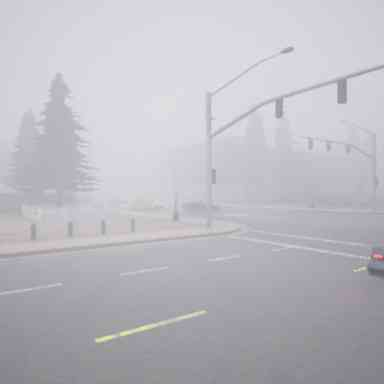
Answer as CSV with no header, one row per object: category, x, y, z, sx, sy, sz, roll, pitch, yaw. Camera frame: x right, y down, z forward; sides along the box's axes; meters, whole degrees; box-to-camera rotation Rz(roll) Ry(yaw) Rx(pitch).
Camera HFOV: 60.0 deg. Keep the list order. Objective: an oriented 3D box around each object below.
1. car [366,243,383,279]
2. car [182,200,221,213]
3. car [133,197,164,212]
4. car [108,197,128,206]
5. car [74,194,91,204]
car,6.544,1.495,8.424,5.357,1.411,2.033,0,0,-35
car,0.986,1.492,35.249,1.895,1.301,4.718,0,0,-36
car,-4.984,1.387,37.584,1.882,1.535,5.008,0,0,-36
car,-11.937,1.456,53.383,1.994,1.385,4.181,0,0,-35
car,-19.365,1.136,57.863,2.150,2.045,5.566,0,0,-35
